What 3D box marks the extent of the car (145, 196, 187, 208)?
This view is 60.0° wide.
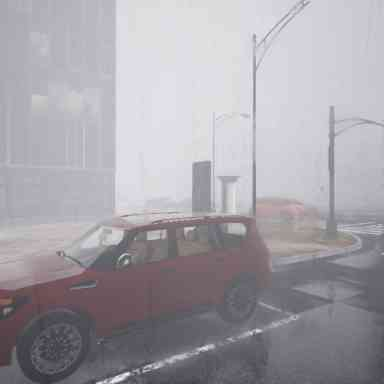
[{"bbox_3d":[-3.254,1.159,36.535,2.033,1.411,5.357,0,1,-36],"label":"car"}]

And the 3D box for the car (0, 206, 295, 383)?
[{"bbox_3d":[-0.818,1.315,5.592,5.009,1.841,2.192,0,0,-35],"label":"car"}]

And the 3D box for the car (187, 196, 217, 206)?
[{"bbox_3d":[0.538,1.189,36.871,2.033,1.411,5.357,0,1,-37],"label":"car"}]

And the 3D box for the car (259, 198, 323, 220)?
[{"bbox_3d":[7.879,1.300,26.940,1.837,1.490,4.892,0,1,-36],"label":"car"}]

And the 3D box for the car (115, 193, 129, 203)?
[{"bbox_3d":[-11.756,0.910,53.651,1.812,1.442,4.674,0,0,-36],"label":"car"}]

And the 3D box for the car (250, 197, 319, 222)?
[{"bbox_3d":[6.207,1.160,23.683,2.097,1.767,4.553,0,1,-35],"label":"car"}]
